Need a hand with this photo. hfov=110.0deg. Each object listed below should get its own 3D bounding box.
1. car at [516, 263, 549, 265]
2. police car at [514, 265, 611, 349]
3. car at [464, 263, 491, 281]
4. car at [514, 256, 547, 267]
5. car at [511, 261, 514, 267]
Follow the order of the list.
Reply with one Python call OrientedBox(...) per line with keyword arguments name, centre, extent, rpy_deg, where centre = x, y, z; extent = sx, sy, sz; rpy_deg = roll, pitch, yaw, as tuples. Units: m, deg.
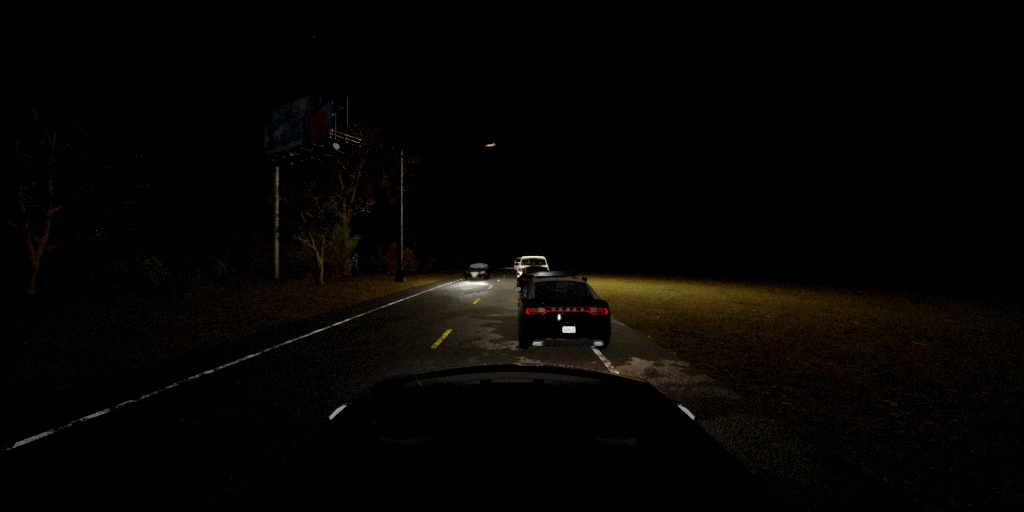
OrientedBox(name="car", centre=(1.276, 1.296, 19.172), extent=(1.837, 1.490, 4.892), rpy_deg=(0, 0, 1))
OrientedBox(name="police car", centre=(1.099, 1.185, 9.316), extent=(1.930, 1.638, 5.238), rpy_deg=(0, 0, 1))
OrientedBox(name="car", centre=(-2.957, 1.353, 31.642), extent=(2.128, 1.511, 4.902), rpy_deg=(0, 0, 2))
OrientedBox(name="car", centre=(1.445, 1.044, 25.181), extent=(2.150, 2.045, 5.566), rpy_deg=(0, 0, 2))
OrientedBox(name="car", centre=(1.392, 1.203, 46.526), extent=(2.150, 2.045, 5.566), rpy_deg=(0, 0, 4))
